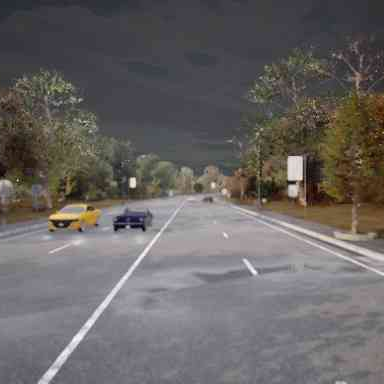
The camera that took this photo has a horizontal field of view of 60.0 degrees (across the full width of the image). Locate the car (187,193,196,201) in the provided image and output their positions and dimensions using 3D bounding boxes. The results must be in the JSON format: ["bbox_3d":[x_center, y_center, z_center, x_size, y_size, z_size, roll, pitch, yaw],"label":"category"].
[{"bbox_3d":[-0.028,1.251,80.973,2.097,1.767,4.553,0,0,0],"label":"car"}]

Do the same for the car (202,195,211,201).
[{"bbox_3d":[3.472,1.480,81.031,1.895,1.301,4.718,0,0,0],"label":"car"}]

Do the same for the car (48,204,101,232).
[{"bbox_3d":[-7.008,1.488,20.297,1.882,1.535,5.008,0,0,0],"label":"car"}]

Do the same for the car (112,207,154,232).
[{"bbox_3d":[-3.507,1.609,20.452,1.895,1.301,4.718,0,0,0],"label":"car"}]

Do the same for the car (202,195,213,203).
[{"bbox_3d":[3.476,1.477,70.589,1.837,1.490,4.892,0,0,0],"label":"car"}]

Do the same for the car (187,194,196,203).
[{"bbox_3d":[-0.024,1.575,71.026,1.895,1.301,4.718,0,0,0],"label":"car"}]
